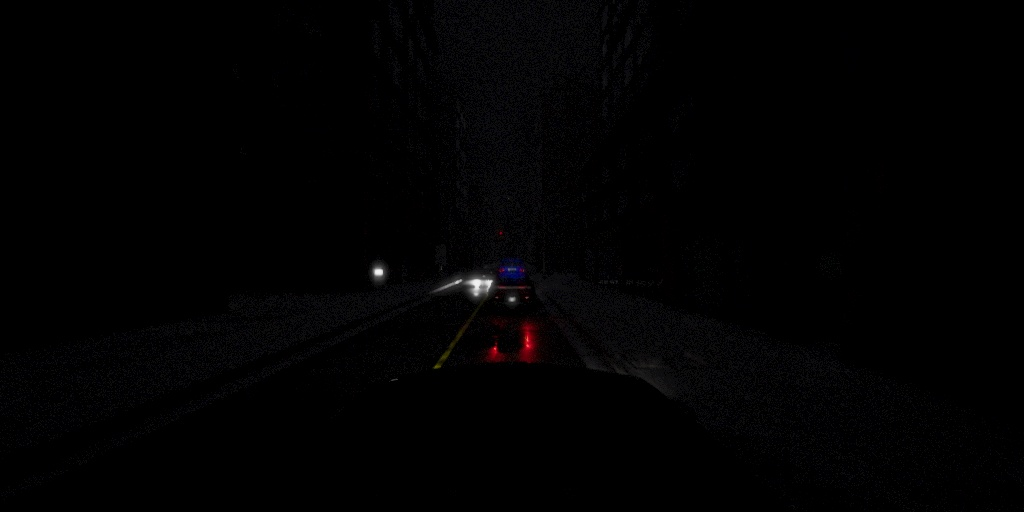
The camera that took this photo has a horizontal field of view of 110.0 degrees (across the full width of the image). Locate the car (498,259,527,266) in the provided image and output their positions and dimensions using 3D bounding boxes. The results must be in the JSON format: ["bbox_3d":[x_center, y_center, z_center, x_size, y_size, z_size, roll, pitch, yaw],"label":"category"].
[{"bbox_3d":[0.008,1.252,29.431,2.150,2.045,5.566,0,0,0],"label":"car"}]

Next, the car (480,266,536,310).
[{"bbox_3d":[0.018,1.379,15.366,2.128,1.511,4.902,0,0,0],"label":"car"}]

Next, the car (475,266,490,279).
[{"bbox_3d":[-2.768,1.711,37.654,1.895,1.301,4.718,0,-1,1],"label":"car"}]
